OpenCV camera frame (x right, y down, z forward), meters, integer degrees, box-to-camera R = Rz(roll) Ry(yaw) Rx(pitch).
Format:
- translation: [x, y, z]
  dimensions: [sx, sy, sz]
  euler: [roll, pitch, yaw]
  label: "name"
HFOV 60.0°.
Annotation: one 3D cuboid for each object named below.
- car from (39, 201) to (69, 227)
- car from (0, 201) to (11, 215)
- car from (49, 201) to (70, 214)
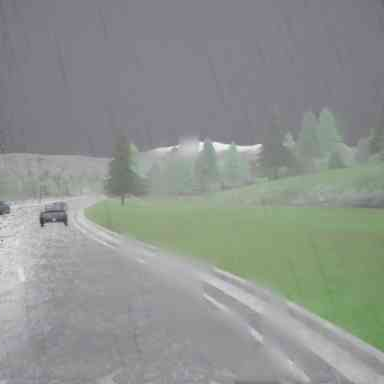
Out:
- translation: [-10.506, 1.716, 25.326]
  dimensions: [2.128, 1.511, 4.902]
  euler: [-1, 0, -23]
  label: "car"
- translation: [-23.134, 1.844, 39.633]
  dimensions: [2.097, 1.767, 4.553]
  euler: [-1, 0, -17]
  label: "car"
- translation: [-16.542, 1.899, 41.780]
  dimensions: [2.033, 1.411, 5.357]
  euler: [-1, 0, -17]
  label: "car"
